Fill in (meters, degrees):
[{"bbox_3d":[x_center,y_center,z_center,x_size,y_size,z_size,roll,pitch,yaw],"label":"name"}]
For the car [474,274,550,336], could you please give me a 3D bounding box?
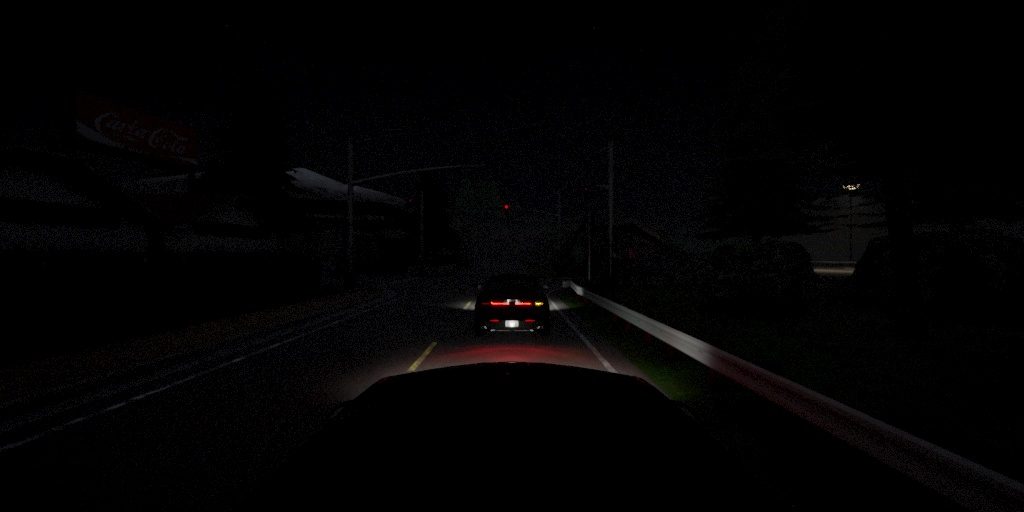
[{"bbox_3d":[0.018,1.249,10.350,1.837,1.490,4.892,0,0,0],"label":"car"}]
